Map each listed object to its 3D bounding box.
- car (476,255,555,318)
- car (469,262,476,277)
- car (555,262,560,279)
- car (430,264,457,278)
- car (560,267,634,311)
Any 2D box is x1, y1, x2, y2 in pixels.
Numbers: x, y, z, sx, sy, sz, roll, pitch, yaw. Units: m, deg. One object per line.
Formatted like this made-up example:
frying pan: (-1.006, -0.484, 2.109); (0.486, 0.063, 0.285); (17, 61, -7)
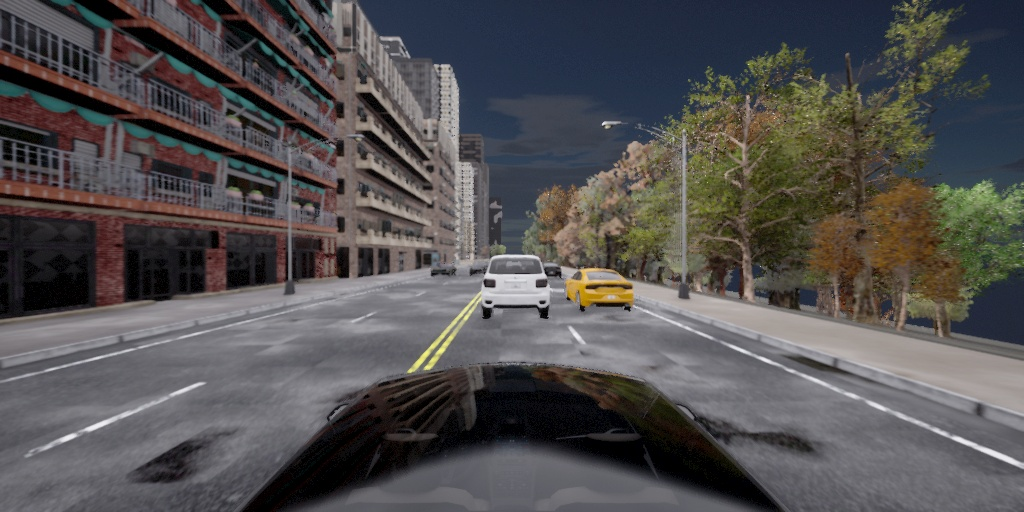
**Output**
car: (0.110, 0.986, 13.231); (2.150, 2.045, 5.566); (0, 0, 0)
car: (-3.313, 1.302, 37.019); (1.837, 1.490, 4.892); (0, 0, 0)
car: (3.378, 1.270, 32.959); (1.882, 1.535, 5.008); (0, 0, 0)
car: (-6.568, 1.393, 34.822); (1.895, 1.301, 4.718); (0, 0, 0)
car: (3.360, 1.245, 14.604); (1.882, 1.535, 5.008); (0, 0, 0)
